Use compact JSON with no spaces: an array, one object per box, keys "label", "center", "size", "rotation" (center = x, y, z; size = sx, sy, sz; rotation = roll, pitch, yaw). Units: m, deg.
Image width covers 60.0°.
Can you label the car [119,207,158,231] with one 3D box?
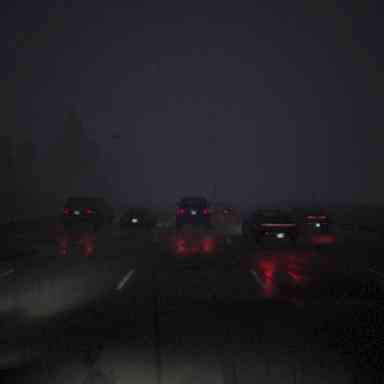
[{"label":"car","center":[-3.393,1.683,21.690],"size":[1.994,1.385,4.181],"rotation":[0,0,0]}]

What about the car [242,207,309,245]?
[{"label":"car","center":[3.605,1.579,15.998],"size":[2.128,1.511,4.902],"rotation":[0,0,0]}]

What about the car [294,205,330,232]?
[{"label":"car","center":[7.106,1.621,21.181],"size":[1.837,1.490,4.892],"rotation":[0,0,0]}]

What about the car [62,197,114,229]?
[{"label":"car","center":[-6.893,1.345,22.570],"size":[2.150,2.045,5.566],"rotation":[0,0,0]}]

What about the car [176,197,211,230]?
[{"label":"car","center":[0.106,1.345,22.494],"size":[2.150,2.045,5.566],"rotation":[0,0,0]}]

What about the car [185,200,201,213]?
[{"label":"car","center":[0.099,1.746,40.322],"size":[1.812,1.442,4.674],"rotation":[0,0,0]}]

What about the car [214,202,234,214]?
[{"label":"car","center":[3.612,1.809,38.008],"size":[1.895,1.301,4.718],"rotation":[0,0,0]}]
